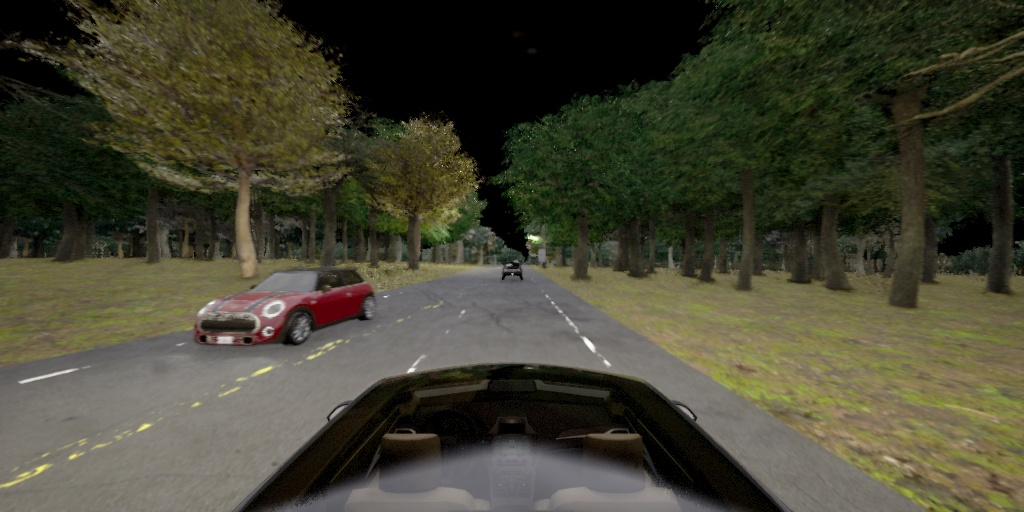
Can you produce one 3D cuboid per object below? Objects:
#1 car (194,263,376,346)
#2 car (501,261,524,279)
[{"bbox_3d":[-5.537,1.106,9.479,2.097,1.767,4.553,0,0,7],"label":"car"},{"bbox_3d":[0.045,1.294,32.514,1.837,1.490,4.892,0,0,0],"label":"car"}]
